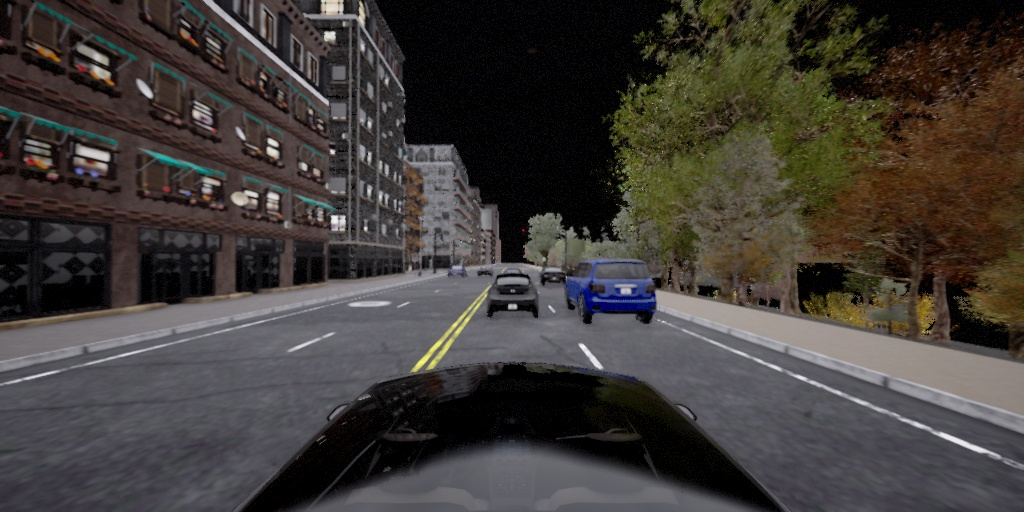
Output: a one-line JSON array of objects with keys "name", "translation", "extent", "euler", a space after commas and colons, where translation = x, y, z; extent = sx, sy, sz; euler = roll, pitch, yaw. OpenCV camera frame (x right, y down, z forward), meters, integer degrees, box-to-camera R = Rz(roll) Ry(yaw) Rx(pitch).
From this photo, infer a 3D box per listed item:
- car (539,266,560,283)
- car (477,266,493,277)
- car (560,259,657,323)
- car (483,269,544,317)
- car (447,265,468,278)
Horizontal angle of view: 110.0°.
[{"name": "car", "translation": [3.314, 1.617, 30.284], "extent": [1.882, 1.535, 5.008], "euler": [0, 0, 1]}, {"name": "car", "translation": [-3.274, 1.939, 44.504], "extent": [1.895, 1.301, 4.718], "euler": [0, -1, 1]}, {"name": "car", "translation": [3.284, 1.124, 12.928], "extent": [2.150, 2.045, 5.566], "euler": [0, -1, 0]}, {"name": "car", "translation": [0.047, 1.423, 14.102], "extent": [1.837, 1.490, 4.892], "euler": [0, 0, 1]}, {"name": "car", "translation": [-6.535, 1.846, 43.245], "extent": [1.812, 1.442, 4.674], "euler": [0, -1, 1]}]
